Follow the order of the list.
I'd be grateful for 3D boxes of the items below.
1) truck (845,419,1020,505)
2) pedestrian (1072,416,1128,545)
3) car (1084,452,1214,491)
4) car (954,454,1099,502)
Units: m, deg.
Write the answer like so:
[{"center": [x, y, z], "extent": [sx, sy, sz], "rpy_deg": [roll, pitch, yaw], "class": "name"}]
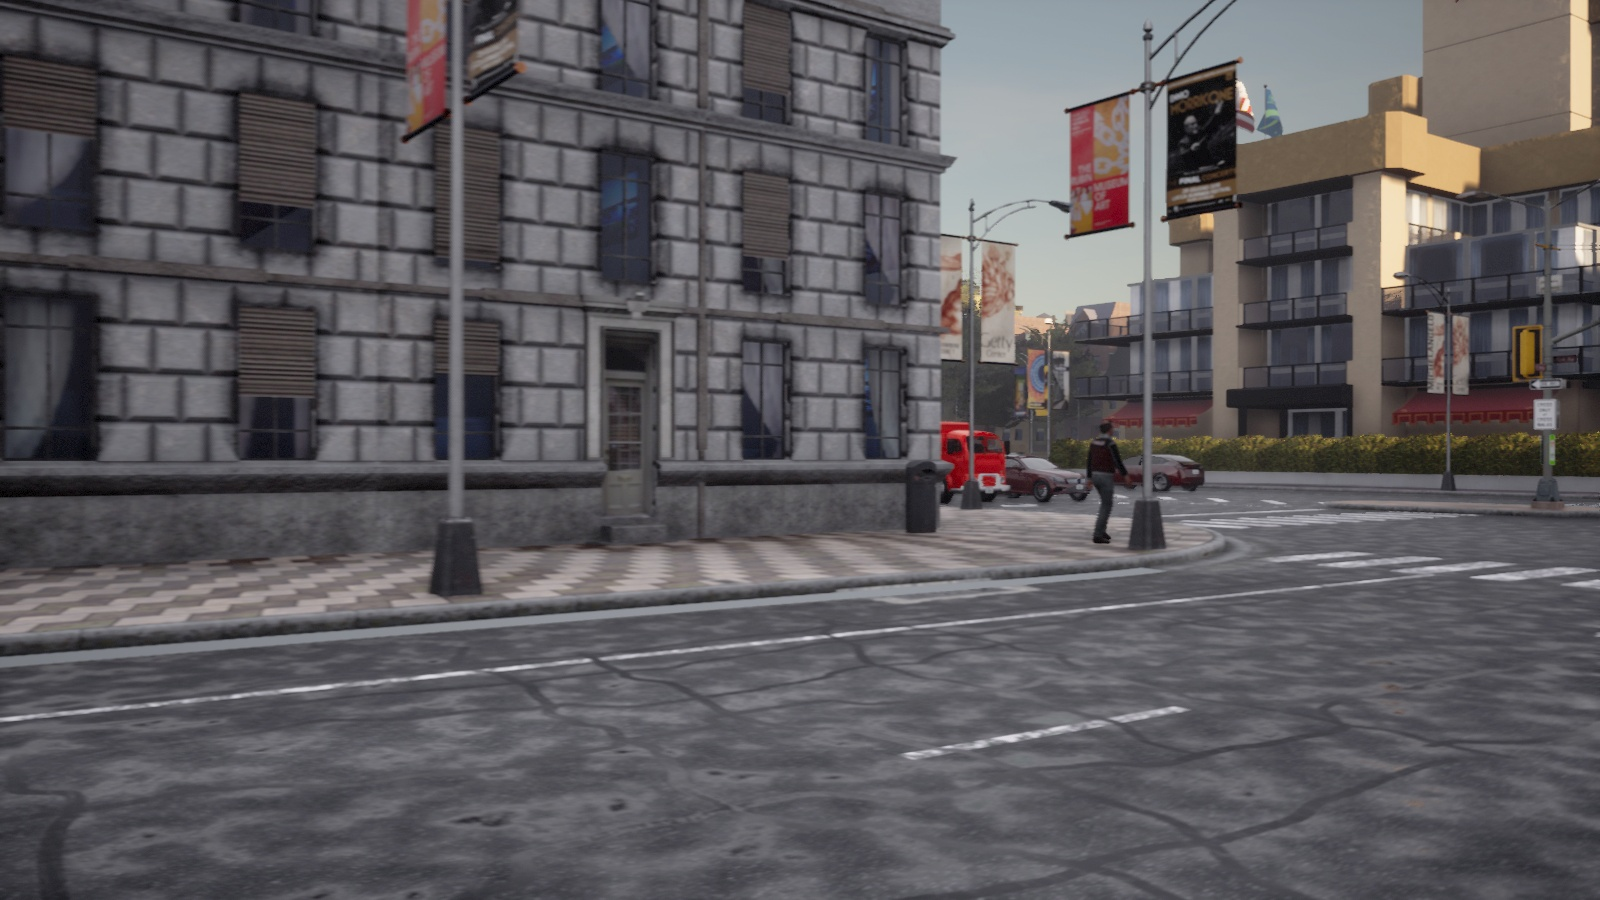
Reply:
[{"center": [4.013, 0.346, 39.057], "extent": [2.627, 2.467, 5.204], "rpy_deg": [0, 0, -35], "class": "truck"}, {"center": [4.392, 0.437, 18.407], "extent": [0.720, 1.854, 0.376], "rpy_deg": [0, 0, -26], "class": "pedestrian"}, {"center": [14.048, 0.840, 50.837], "extent": [2.163, 1.488, 4.792], "rpy_deg": [0, 0, -35], "class": "car"}, {"center": [7.229, 0.855, 40.575], "extent": [1.812, 1.442, 4.674], "rpy_deg": [0, 0, -35], "class": "car"}]
